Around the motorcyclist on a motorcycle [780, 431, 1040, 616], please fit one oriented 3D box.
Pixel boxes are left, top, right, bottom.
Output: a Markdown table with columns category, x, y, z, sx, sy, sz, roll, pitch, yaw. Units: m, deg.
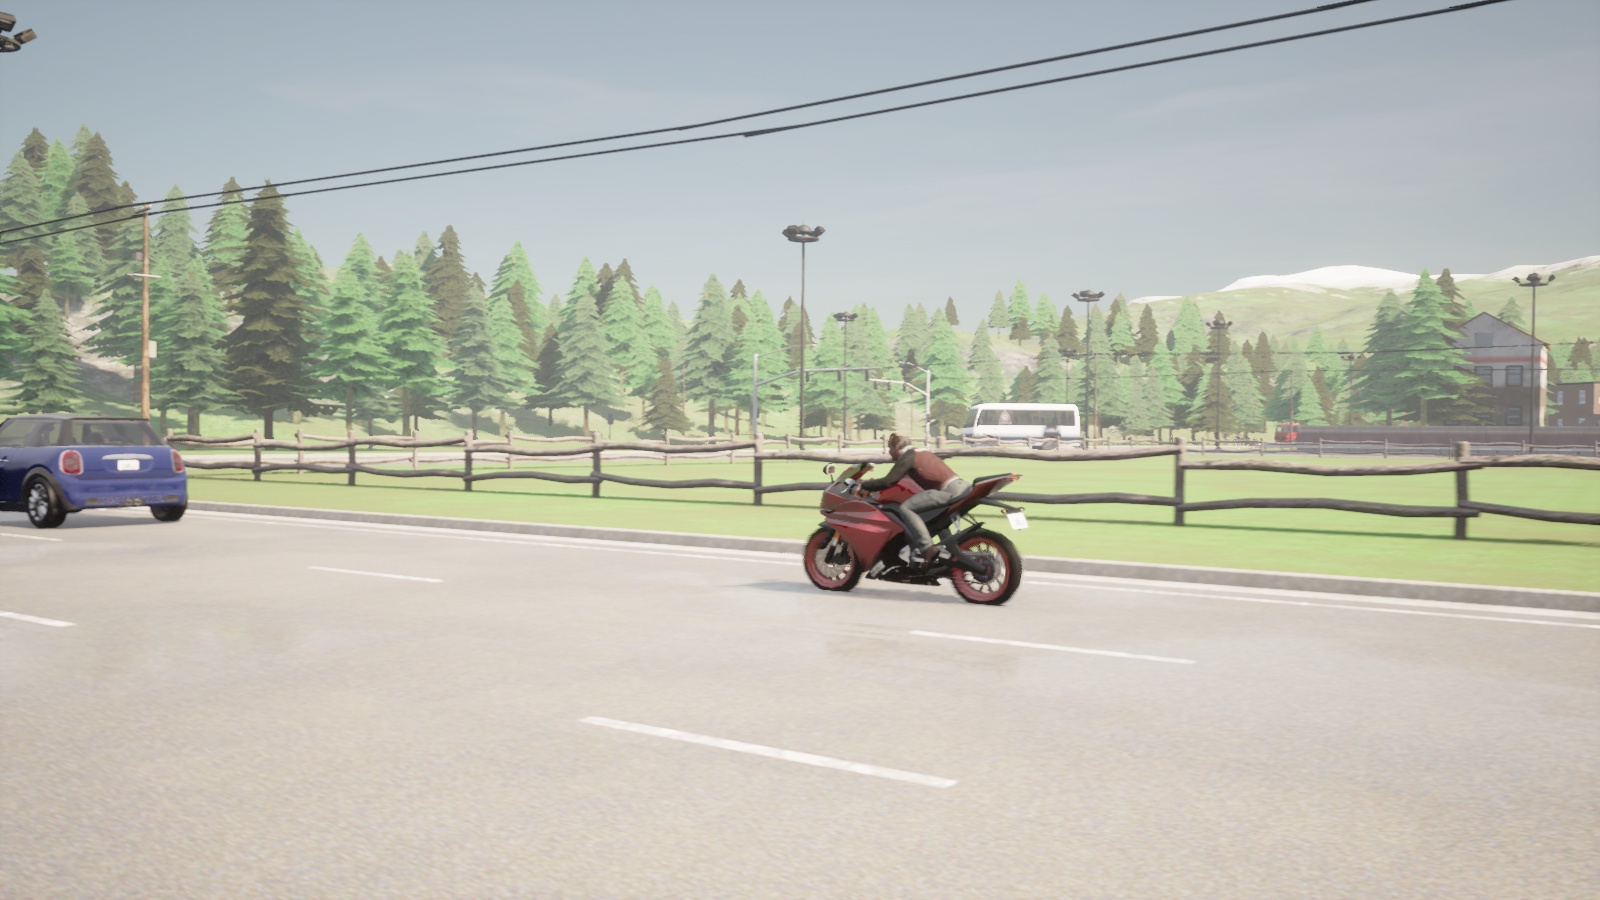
| category | x | y | z | sx | sy | sz | roll | pitch | yaw |
| --- | --- | --- | --- | --- | --- | --- | --- | --- | --- |
| motorcyclist on a motorcycle | 0.973 | 0.604 | 11.381 | 2.191 | 1.530 | 0.866 | 0 | 1 | 34 |

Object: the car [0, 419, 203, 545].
| category | x | y | z | sx | sy | sz | roll | pitch | yaw |
| --- | --- | --- | --- | --- | --- | --- | --- | --- | --- |
| car | -11.726 | 0.435 | 19.815 | 4.553 | 1.767 | 2.097 | 0 | 1 | 34 |
